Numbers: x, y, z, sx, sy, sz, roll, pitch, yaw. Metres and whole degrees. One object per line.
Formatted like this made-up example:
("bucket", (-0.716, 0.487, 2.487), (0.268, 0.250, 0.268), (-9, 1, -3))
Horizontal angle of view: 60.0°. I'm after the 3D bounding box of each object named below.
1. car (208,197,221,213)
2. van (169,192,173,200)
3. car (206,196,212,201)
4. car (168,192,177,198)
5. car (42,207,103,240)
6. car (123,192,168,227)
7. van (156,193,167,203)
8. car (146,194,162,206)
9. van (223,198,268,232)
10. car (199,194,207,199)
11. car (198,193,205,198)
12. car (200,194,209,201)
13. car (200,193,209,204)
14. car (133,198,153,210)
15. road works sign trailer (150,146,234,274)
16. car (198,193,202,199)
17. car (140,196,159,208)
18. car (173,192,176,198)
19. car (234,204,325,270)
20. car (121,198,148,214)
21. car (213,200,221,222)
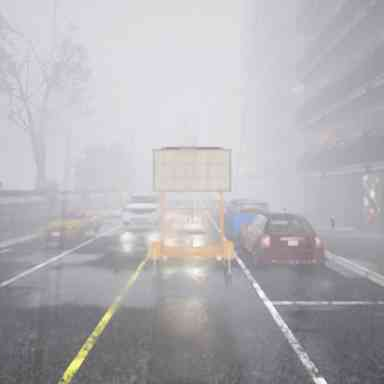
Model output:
("car", (2.706, 1.390, 27.723), (2.008, 1.369, 4.403), (0, 0, 0))
("van", (-5.652, 0.962, 72.767), (1.690, 1.788, 3.998), (0, 0, 0))
("car", (2.709, 1.351, 33.353), (1.887, 1.381, 4.507), (0, 0, 0))
("car", (-5.639, 0.845, 95.287), (2.192, 1.841, 5.009), (0, 0, 0))
("car", (-5.680, 1.430, 16.296), (1.752, 1.417, 4.829), (0, 0, 0))
("car", (-3.088, 1.094, 22.213), (2.150, 2.045, 5.566), (0, 0, 0))
("van", (-5.657, 1.011, 61.505), (1.690, 1.788, 3.998), (0, 0, 0))
("car", (-5.662, 1.158, 50.244), (1.967, 1.590, 4.097), (0, 0, 0))
("van", (2.700, 1.245, 16.460), (1.690, 1.788, 3.998), (0, 0, 0))
("car", (2.735, 1.140, 84.024), (1.947, 1.339, 4.313), (0, 0, 0))
("car", (2.741, 0.971, 95.283), (1.967, 1.590, 4.097), (0, 0, 0))
("car", (2.729, 1.204, 72.763), (1.802, 1.307, 4.206), (0, 0, 0))
("car", (2.720, 1.276, 55.871), (1.802, 1.307, 4.206), (0, 0, 0))
("car", (-5.669, 1.356, 38.989), (1.802, 1.307, 4.206), (0, 0, 0))
("road works sign trailer", (0.005, 0.404, 10.276), (2.380, 3.560, 2.880), (0, 0, 0))
("car", (2.726, 1.086, 67.132), (1.967, 1.590, 4.097), (0, 0, 0))
("car", (-5.666, 1.288, 44.617), (1.887, 1.381, 4.507), (0, 0, 0))
("car", (-5.645, 1.140, 84.028), (1.947, 1.339, 4.313), (0, 0, 0))
("car", (2.697, 1.376, 10.830), (1.967, 1.590, 4.097), (0, 0, 0))
("car", (-5.671, 1.372, 33.358), (1.947, 1.339, 4.313), (0, 0, 0))
("car", (2.703, 1.437, 22.092), (1.947, 1.339, 4.313), (0, 0, 0))
